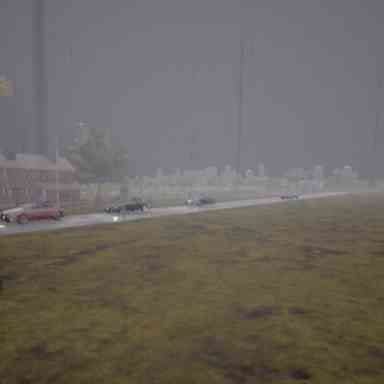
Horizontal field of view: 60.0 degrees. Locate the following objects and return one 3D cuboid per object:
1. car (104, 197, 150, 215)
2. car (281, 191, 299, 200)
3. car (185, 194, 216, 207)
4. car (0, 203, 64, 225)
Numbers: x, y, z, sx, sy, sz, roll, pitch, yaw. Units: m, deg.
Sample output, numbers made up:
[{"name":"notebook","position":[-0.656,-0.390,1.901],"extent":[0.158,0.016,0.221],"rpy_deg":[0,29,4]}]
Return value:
[{"name":"car","position":[-6.053,1.236,31.343],"extent":[1.837,1.490,4.892],"rpy_deg":[1,2,36]},{"name":"car","position":[17.249,0.575,58.515],"extent":[1.994,1.385,4.181],"rpy_deg":[1,2,36]},{"name":"car","position":[1.126,0.973,41.243],"extent":[2.128,1.511,4.902],"rpy_deg":[1,2,36]},{"name":"car","position":[-11.419,1.478,23.968],"extent":[1.994,1.385,4.181],"rpy_deg":[1,2,36]}]
